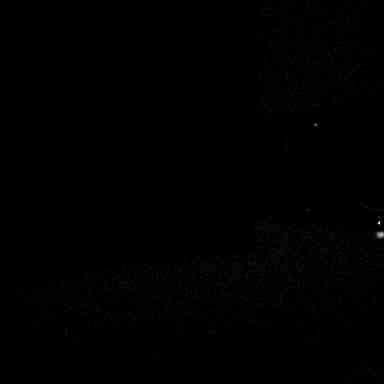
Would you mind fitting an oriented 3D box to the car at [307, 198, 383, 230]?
[{"bbox_3d":[10.550,1.470,22.608,2.150,2.045,5.566,2,-2,-36],"label":"car"}]
